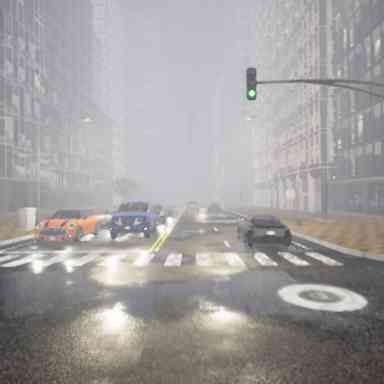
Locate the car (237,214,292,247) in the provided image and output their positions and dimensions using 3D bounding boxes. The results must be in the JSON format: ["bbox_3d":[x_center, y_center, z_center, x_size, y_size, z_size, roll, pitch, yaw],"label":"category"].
[{"bbox_3d":[3.359,1.752,16.155,1.994,1.385,4.181,-1,-1,0],"label":"car"}]

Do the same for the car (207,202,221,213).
[{"bbox_3d":[3.288,2.298,49.802,1.812,1.442,4.674,-1,-1,0],"label":"car"}]

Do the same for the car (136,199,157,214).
[{"bbox_3d":[-6.467,2.054,47.933,2.150,2.045,5.566,-1,-1,0],"label":"car"}]

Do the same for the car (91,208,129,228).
[{"bbox_3d":[-6.554,2.074,27.104,1.895,1.301,4.718,-1,-1,0],"label":"car"}]

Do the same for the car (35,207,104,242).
[{"bbox_3d":[-6.616,1.669,18.120,2.097,1.767,4.553,-1,-1,1],"label":"car"}]

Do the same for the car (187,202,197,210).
[{"bbox_3d":[0.047,2.520,61.054,1.812,1.442,4.674,-1,-1,0],"label":"car"}]

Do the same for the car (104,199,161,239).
[{"bbox_3d":[-3.356,1.539,19.909,2.150,2.045,5.566,-1,-1,-1],"label":"car"}]

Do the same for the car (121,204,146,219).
[{"bbox_3d":[-6.474,2.128,37.359,1.882,1.535,5.008,-1,-1,0],"label":"car"}]

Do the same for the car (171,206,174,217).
[{"bbox_3d":[-3.222,2.262,39.764,1.895,1.301,4.718,-1,-1,0],"label":"car"}]

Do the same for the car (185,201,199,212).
[{"bbox_3d":[0.037,2.182,51.379,2.097,1.767,4.553,-1,-1,0],"label":"car"}]

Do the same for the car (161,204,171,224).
[{"bbox_3d":[-3.296,1.840,29.717,2.097,1.767,4.553,-1,-1,0],"label":"car"}]
